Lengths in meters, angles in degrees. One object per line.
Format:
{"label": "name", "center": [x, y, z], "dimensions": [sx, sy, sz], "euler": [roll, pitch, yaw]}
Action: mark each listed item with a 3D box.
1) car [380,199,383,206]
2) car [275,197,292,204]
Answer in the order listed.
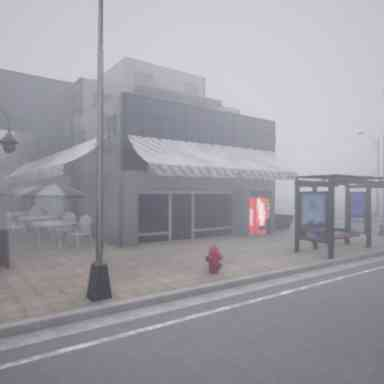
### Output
{"label": "car", "center": [33.100, 1.573, 54.991], "dimensions": [4.605, 1.855, 1.932], "euler": [0, 0, -36]}
{"label": "car", "center": [20.623, 1.798, 73.669], "dimensions": [3.633, 1.501, 1.845], "euler": [0, 0, -36]}
